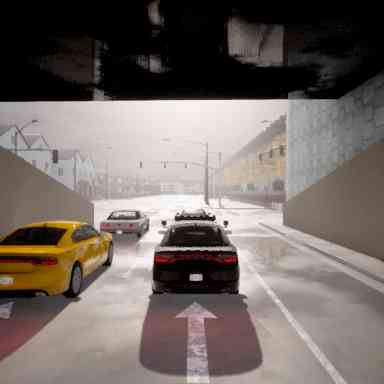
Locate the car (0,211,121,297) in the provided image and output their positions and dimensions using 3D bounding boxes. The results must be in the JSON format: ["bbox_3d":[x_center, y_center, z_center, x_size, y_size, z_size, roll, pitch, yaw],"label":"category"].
[{"bbox_3d":[-3.412,1.478,8.606,1.882,1.535,5.008,0,0,0],"label":"car"}]

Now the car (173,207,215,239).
[{"bbox_3d":[0.088,1.564,17.894,1.994,1.385,4.181,0,0,0],"label":"car"}]

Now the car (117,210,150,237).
[{"bbox_3d":[-3.410,1.601,17.848,1.895,1.301,4.718,0,0,0],"label":"car"}]

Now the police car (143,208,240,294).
[{"bbox_3d":[0.084,1.425,8.932,1.930,1.638,5.238,0,0,0],"label":"police car"}]
